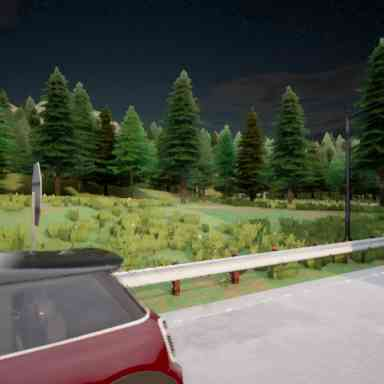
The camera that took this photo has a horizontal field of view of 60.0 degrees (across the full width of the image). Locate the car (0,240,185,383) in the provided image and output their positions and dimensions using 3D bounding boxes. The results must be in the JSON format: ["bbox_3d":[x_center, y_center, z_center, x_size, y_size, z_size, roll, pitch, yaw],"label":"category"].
[{"bbox_3d":[-2.361,1.351,2.471,4.553,1.767,2.097,0,0,-32],"label":"car"}]
